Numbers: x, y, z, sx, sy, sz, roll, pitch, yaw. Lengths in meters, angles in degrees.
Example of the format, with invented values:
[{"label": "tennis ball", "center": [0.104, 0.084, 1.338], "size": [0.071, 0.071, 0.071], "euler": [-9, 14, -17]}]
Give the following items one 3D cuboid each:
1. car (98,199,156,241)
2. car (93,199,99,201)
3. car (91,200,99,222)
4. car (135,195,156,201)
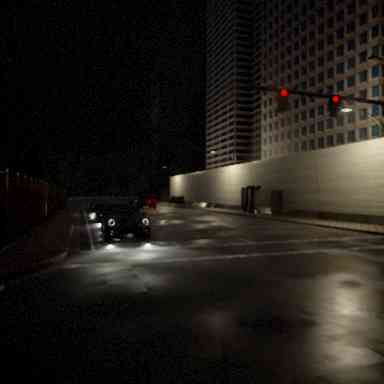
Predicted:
[{"label": "car", "center": [-3.534, 1.420, 17.300], "size": [2.097, 1.767, 4.553], "euler": [0, 0, -19]}, {"label": "car", "center": [-11.371, 1.660, 40.734], "size": [1.882, 1.535, 5.008], "euler": [0, 0, -18]}, {"label": "car", "center": [-6.973, 1.666, 27.559], "size": [2.033, 1.411, 5.357], "euler": [0, 0, -18]}, {"label": "car", "center": [-6.711, 1.466, 49.306], "size": [2.150, 2.045, 5.566], "euler": [0, 0, -17]}]
